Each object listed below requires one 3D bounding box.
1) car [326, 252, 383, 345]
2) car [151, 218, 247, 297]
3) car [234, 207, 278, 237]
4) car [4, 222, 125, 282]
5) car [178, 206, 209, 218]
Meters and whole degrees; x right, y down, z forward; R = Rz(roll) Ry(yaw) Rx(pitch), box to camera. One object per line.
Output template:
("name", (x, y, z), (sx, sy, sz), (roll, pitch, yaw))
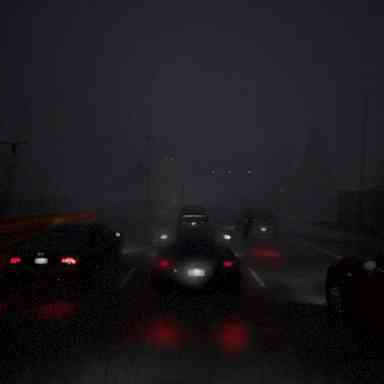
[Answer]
("car", (3.599, 1.385, 4.529), (2.097, 1.767, 4.553), (0, 0, 0))
("car", (0.095, 1.629, 8.786), (1.994, 1.385, 4.181), (0, 0, 0))
("car", (3.592, 1.644, 19.126), (1.837, 1.490, 4.892), (0, -1, 0))
("car", (-3.402, 1.621, 10.013), (2.033, 1.411, 5.357), (0, 0, 0))
("car", (0.092, 1.651, 21.857), (2.128, 1.511, 4.902), (0, 0, 0))
